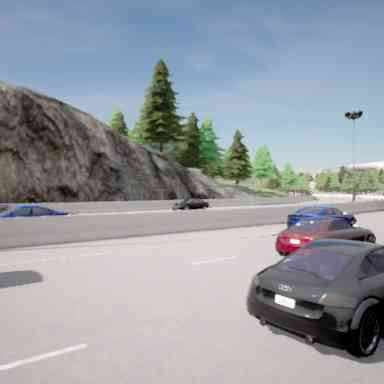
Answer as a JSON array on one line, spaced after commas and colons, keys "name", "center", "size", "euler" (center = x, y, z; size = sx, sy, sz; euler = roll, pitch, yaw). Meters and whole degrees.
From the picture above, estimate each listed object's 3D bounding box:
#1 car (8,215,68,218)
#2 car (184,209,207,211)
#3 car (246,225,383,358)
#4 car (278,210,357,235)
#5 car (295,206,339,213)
[{"name": "car", "center": [-9.545, 1.519, 18.807], "size": [5.008, 1.535, 1.882], "euler": [0, 0, -37]}, {"name": "car", "center": [-0.030, 1.544, 40.395], "size": [5.008, 1.535, 1.882], "euler": [0, 0, -43]}, {"name": "car", "center": [2.958, 1.571, 6.094], "size": [4.181, 1.385, 1.994], "euler": [0, 0, -37]}, {"name": "car", "center": [4.912, 1.579, 12.069], "size": [4.181, 1.385, 1.994], "euler": [0, 0, -39]}, {"name": "car", "center": [7.314, 1.500, 18.584], "size": [5.008, 1.535, 1.882], "euler": [0, 0, -40]}]
